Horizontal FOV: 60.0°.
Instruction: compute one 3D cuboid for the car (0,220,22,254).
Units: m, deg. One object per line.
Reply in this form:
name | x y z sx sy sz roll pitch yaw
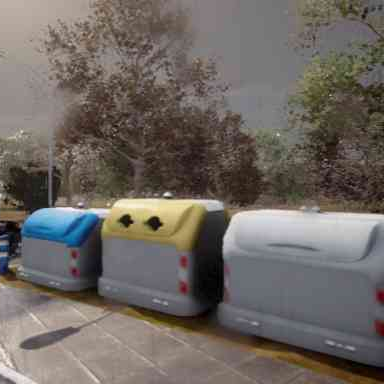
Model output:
car | -8.635 1.457 11.809 2.435 2.045 5.566 -1 -1 13
